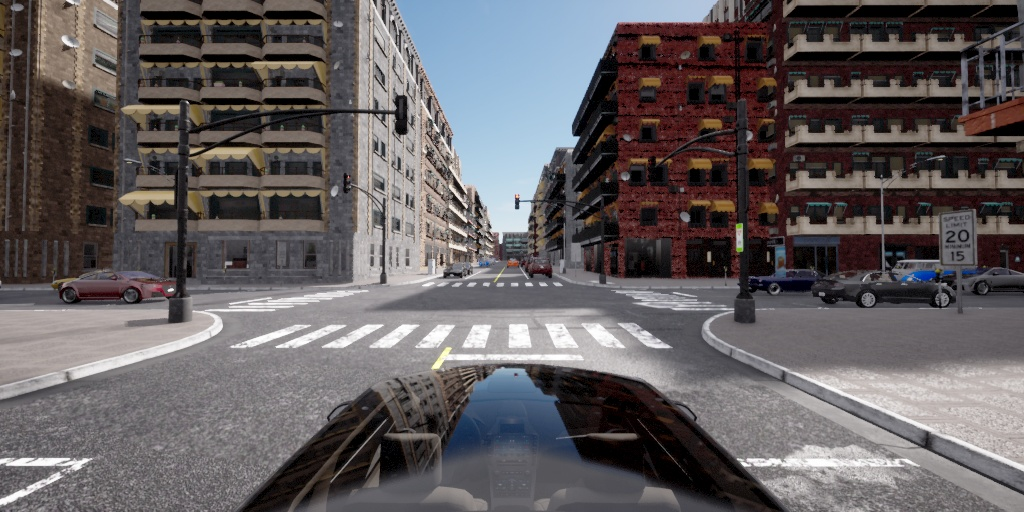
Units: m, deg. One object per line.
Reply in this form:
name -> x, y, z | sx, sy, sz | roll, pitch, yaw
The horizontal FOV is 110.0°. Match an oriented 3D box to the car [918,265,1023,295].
car -> 24.582, 1.287, 18.768 | 4.181, 1.385, 1.994 | 0, -1, 0

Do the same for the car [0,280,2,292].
car -> -26.676, 1.027, 16.022 | 5.566, 2.045, 2.150 | 0, -1, 0

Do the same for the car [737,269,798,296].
car -> 14.576, 1.347, 18.804 | 4.718, 1.301, 1.895 | 0, -1, -2

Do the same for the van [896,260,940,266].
van -> 24.931, 1.115, 21.216 | 3.998, 1.789, 1.690 | 0, 0, 0

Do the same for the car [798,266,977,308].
car -> 13.762, 1.185, 13.380 | 4.403, 1.370, 2.007 | 0, 0, 0

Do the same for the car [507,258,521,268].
car -> 0.186, 1.176, 63.723 | 2.097, 1.767, 4.553 | 0, 0, 0

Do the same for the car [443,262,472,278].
car -> -5.269, 1.328, 33.655 | 1.948, 1.339, 4.313 | 0, 0, 0

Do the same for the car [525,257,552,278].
car -> 2.612, 1.076, 33.689 | 2.192, 1.841, 5.009 | 0, 0, 0

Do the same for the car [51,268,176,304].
car -> -17.187, 1.339, 15.978 | 4.181, 1.385, 1.994 | 0, -1, 0

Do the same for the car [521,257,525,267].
car -> 2.628, 1.086, 44.812 | 2.192, 1.841, 5.009 | 0, 0, 0
